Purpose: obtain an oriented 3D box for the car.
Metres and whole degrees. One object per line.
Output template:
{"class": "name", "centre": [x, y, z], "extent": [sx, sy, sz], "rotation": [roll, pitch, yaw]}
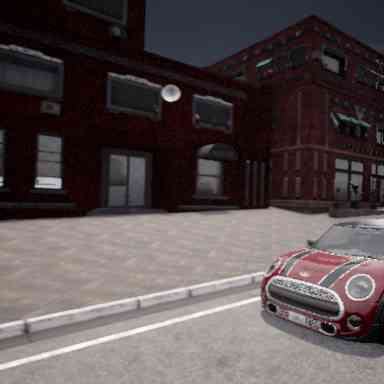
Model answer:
{"class": "car", "centre": [3.456, 1.356, 6.462], "extent": [4.553, 1.767, 2.097], "rotation": [0, 0, -36]}
